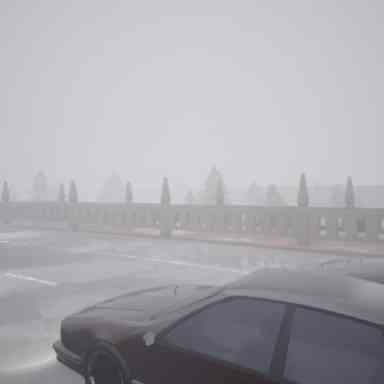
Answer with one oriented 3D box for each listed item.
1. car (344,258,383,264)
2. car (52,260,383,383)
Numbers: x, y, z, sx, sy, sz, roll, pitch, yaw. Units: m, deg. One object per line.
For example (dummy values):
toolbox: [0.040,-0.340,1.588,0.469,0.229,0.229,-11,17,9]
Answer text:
car: [4.542,1.518,5.060,5.357,1.411,2.033,0,0,35]
car: [0.976,1.534,3.206,5.357,1.411,2.033,0,0,34]
